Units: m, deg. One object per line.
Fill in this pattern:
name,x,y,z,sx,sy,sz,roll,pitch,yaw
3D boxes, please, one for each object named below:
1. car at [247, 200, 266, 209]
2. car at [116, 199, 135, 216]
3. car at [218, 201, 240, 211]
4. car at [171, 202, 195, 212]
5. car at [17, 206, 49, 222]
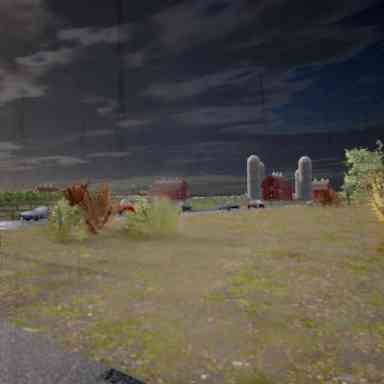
car,12.172,2.224,62.766,2.097,1.767,4.553,-2,-2,36
car,-7.908,1.863,41.092,2.150,2.045,5.566,-2,-1,36
car,6.167,2.249,54.362,2.128,1.511,4.902,-2,-2,36
car,-1.477,2.266,49.975,1.837,1.490,4.892,-2,-1,36
car,-14.055,2.078,32.574,2.033,1.411,5.357,-2,-2,36
